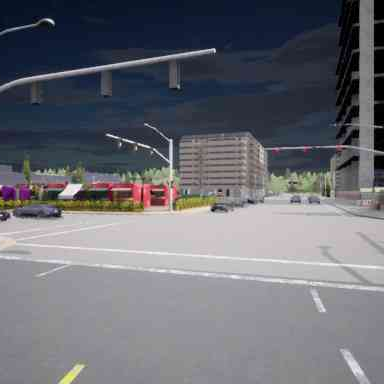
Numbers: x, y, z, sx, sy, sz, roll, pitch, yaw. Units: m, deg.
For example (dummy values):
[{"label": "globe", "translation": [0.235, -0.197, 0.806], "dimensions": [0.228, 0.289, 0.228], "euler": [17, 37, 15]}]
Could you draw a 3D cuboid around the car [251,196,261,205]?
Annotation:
[{"label": "car", "translation": [10.192, 1.601, 57.628], "dimensions": [1.895, 1.301, 4.718], "euler": [0, 0, 19]}]

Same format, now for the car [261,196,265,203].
[{"label": "car", "translation": [13.616, 1.492, 67.579], "dimensions": [2.128, 1.511, 4.902], "euler": [0, 0, 19]}]

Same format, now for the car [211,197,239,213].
[{"label": "car", "translation": [3.648, 1.547, 38.298], "dimensions": [2.033, 1.411, 5.357], "euler": [0, 0, 19]}]

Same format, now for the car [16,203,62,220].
[{"label": "car", "translation": [-13.501, 1.619, 29.058], "dimensions": [4.181, 1.385, 1.994], "euler": [0, 0, 19]}]

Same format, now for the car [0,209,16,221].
[{"label": "car", "translation": [-16.445, 1.619, 26.162], "dimensions": [4.181, 1.385, 1.994], "euler": [0, 0, 19]}]

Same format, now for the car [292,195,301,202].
[{"label": "car", "translation": [24.686, 1.540, 78.503], "dimensions": [2.033, 1.411, 5.357], "euler": [0, 0, 19]}]

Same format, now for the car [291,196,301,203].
[{"label": "car", "translation": [21.599, 1.555, 69.282], "dimensions": [1.994, 1.385, 4.181], "euler": [0, 0, 19]}]

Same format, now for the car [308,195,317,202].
[{"label": "car", "translation": [28.108, 1.524, 77.696], "dimensions": [1.812, 1.442, 4.674], "euler": [0, 0, 19]}]

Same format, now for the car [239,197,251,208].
[{"label": "car", "translation": [6.788, 1.504, 47.582], "dimensions": [1.837, 1.490, 4.892], "euler": [0, 0, 18]}]

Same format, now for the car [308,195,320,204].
[{"label": "car", "translation": [24.002, 1.548, 65.182], "dimensions": [2.033, 1.411, 5.357], "euler": [0, 0, 18]}]
